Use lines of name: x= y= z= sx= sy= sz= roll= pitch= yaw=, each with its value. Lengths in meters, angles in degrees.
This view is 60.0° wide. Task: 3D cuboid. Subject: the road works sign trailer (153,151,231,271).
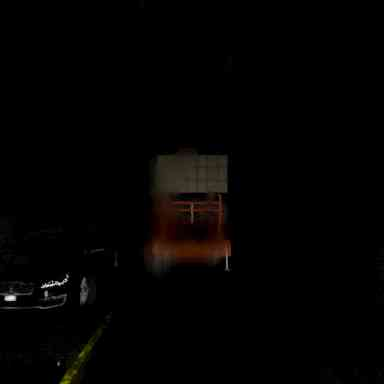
road works sign trailer: x=0.007 y=0.466 z=10.942 sx=2.380 sy=3.560 sz=2.880 roll=0 pitch=0 yaw=0

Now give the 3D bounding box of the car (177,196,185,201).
car: x=-2.928 y=1.710 z=90.560 sx=1.812 sy=1.442 sz=4.674 roll=0 pitch=0 yaw=0

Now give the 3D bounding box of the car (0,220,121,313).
car: x=-2.996 y=1.506 z=7.920 sx=1.837 sy=1.490 sz=4.892 roll=0 pitch=0 yaw=0
